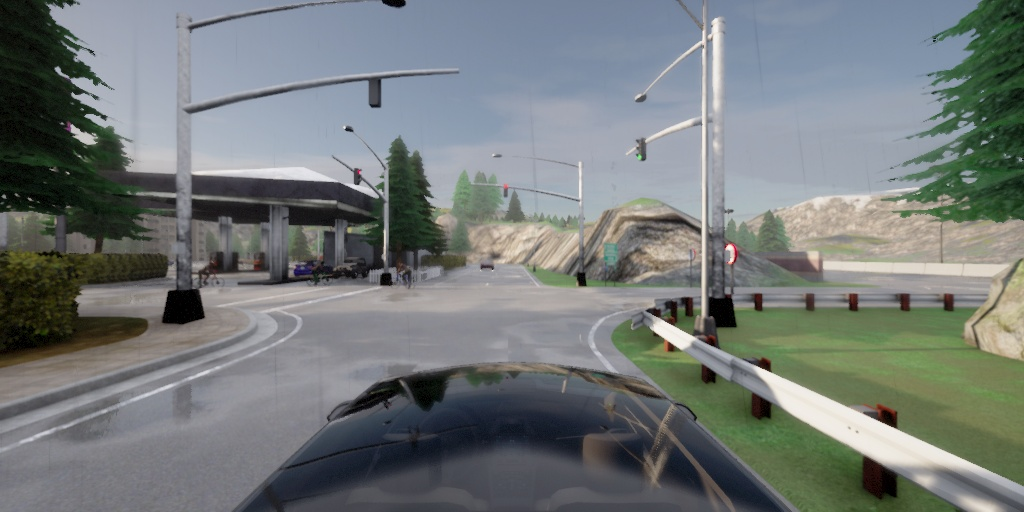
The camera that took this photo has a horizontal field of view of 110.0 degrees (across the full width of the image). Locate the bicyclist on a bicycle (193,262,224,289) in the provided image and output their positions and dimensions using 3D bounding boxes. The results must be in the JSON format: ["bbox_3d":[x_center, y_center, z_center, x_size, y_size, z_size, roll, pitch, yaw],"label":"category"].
[{"bbox_3d":[-18.544,1.190,21.932,1.656,1.620,0.582,0,-1,-15],"label":"bicyclist on a bicycle"}]

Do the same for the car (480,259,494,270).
[{"bbox_3d":[-3.564,1.228,51.853,1.882,1.535,5.008,0,0,0],"label":"car"}]

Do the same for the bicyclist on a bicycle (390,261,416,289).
[{"bbox_3d":[-6.294,1.115,20.616,1.656,1.620,0.582,0,-1,12],"label":"bicyclist on a bicycle"}]

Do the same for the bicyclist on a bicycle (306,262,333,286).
[{"bbox_3d":[-13.090,1.204,24.399,1.656,1.620,0.582,0,0,-40],"label":"bicyclist on a bicycle"}]
